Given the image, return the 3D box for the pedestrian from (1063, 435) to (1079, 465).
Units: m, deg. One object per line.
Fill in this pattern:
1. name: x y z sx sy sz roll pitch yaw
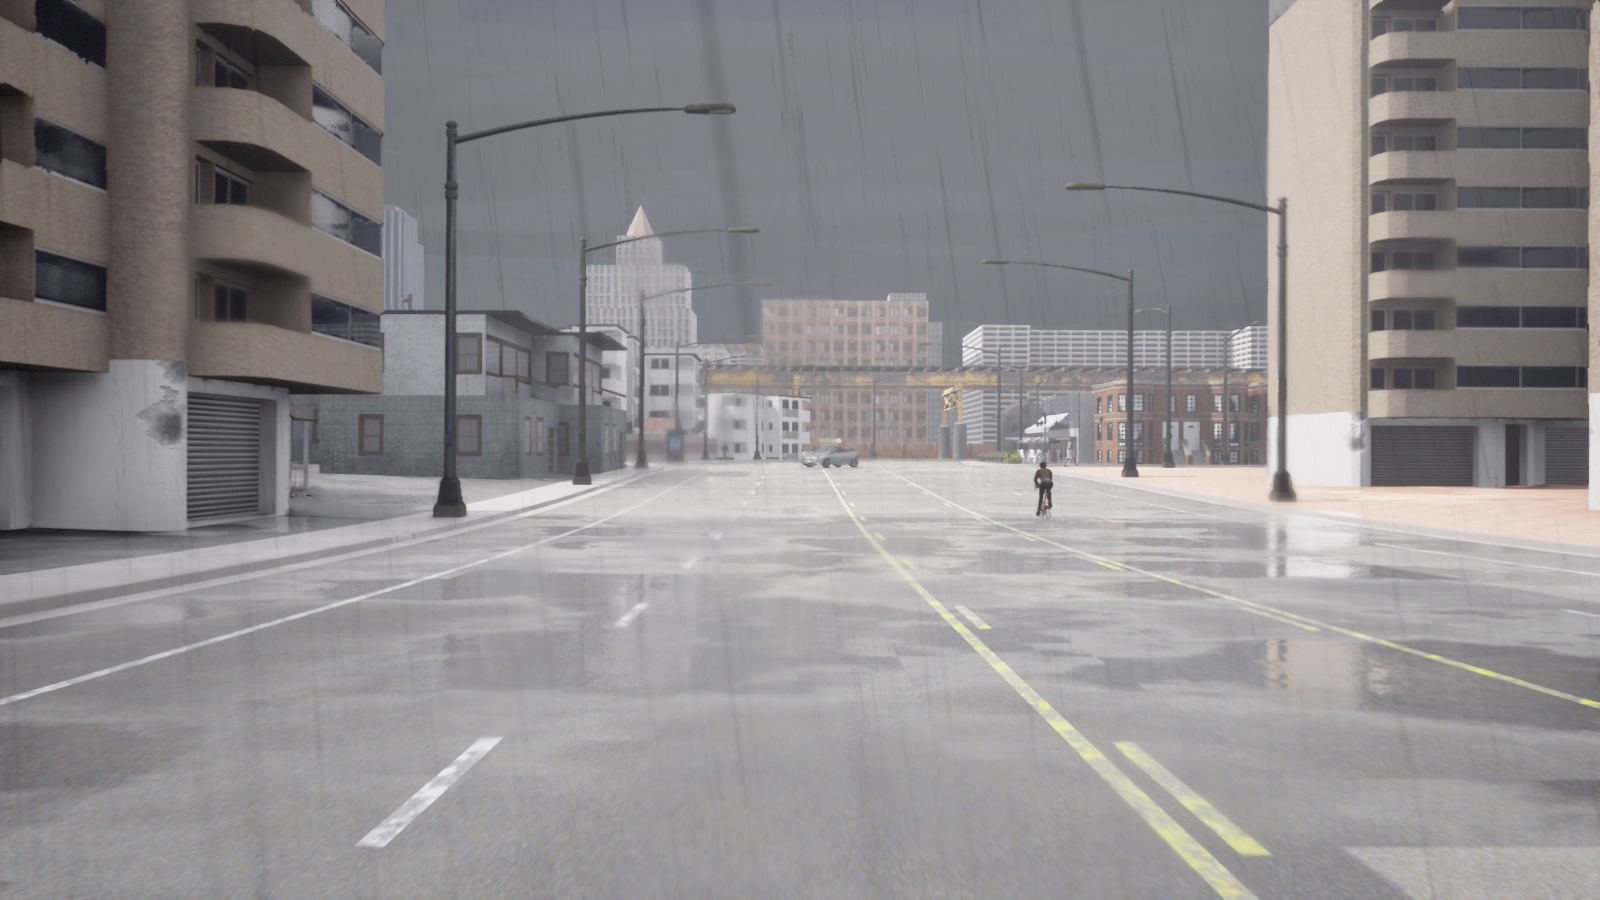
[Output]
1. pedestrian: 17.737 0.031 82.100 0.873 1.952 0.659 0 0 -4

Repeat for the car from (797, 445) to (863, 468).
1. car: 2.114 0.431 87.302 2.007 1.525 4.514 0 0 44
